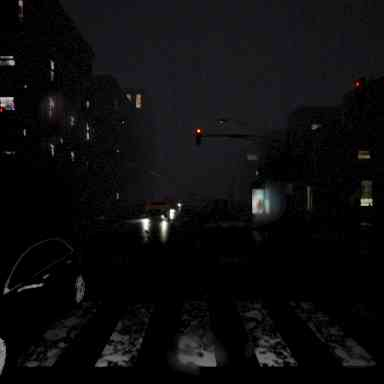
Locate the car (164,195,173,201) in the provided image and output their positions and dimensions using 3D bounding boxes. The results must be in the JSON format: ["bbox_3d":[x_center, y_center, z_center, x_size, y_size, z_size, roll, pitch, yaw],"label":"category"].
[{"bbox_3d":[-5.791,1.553,82.862,1.752,1.417,4.829,-1,0,0],"label":"car"}]

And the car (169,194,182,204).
[{"bbox_3d":[-3.078,1.521,64.488,1.837,1.490,4.892,0,0,0],"label":"car"}]

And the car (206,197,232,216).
[{"bbox_3d":[2.648,1.431,31.784,1.967,1.590,4.097,0,0,0],"label":"car"}]

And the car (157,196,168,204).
[{"bbox_3d":[-5.771,1.535,65.773,1.752,1.417,4.829,0,0,0],"label":"car"}]

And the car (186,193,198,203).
[{"bbox_3d":[0.010,1.236,70.594,2.150,2.045,5.566,0,0,0],"label":"car"}]

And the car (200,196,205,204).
[{"bbox_3d":[2.629,1.548,48.875,2.008,1.369,4.403,0,0,0],"label":"car"}]

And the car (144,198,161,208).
[{"bbox_3d":[-5.751,1.548,48.853,2.008,1.369,4.403,0,0,0],"label":"car"}]

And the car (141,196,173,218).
[{"bbox_3d":[-3.126,1.468,30.789,1.882,1.535,5.008,0,0,1],"label":"car"}]

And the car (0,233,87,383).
[{"bbox_3d":[-3.103,1.501,5.158,1.837,1.490,4.892,0,0,0],"label":"car"}]

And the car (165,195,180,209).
[{"bbox_3d":[-3.147,1.483,44.096,2.128,1.511,4.902,0,0,0],"label":"car"}]

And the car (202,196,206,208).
[{"bbox_3d":[2.636,1.577,43.178,1.802,1.307,4.206,0,0,0],"label":"car"}]

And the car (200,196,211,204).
[{"bbox_3d":[2.610,1.560,65.965,2.008,1.369,4.403,-1,0,0],"label":"car"}]

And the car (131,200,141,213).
[{"bbox_3d":[-5.738,1.543,37.459,2.008,1.369,4.403,0,0,0],"label":"car"}]

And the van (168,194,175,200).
[{"bbox_3d":[-5.806,1.386,94.426,1.690,1.788,3.998,-1,0,0],"label":"van"}]

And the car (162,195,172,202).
[{"bbox_3d":[-5.786,1.461,77.335,1.967,1.590,4.097,0,0,0],"label":"car"}]
